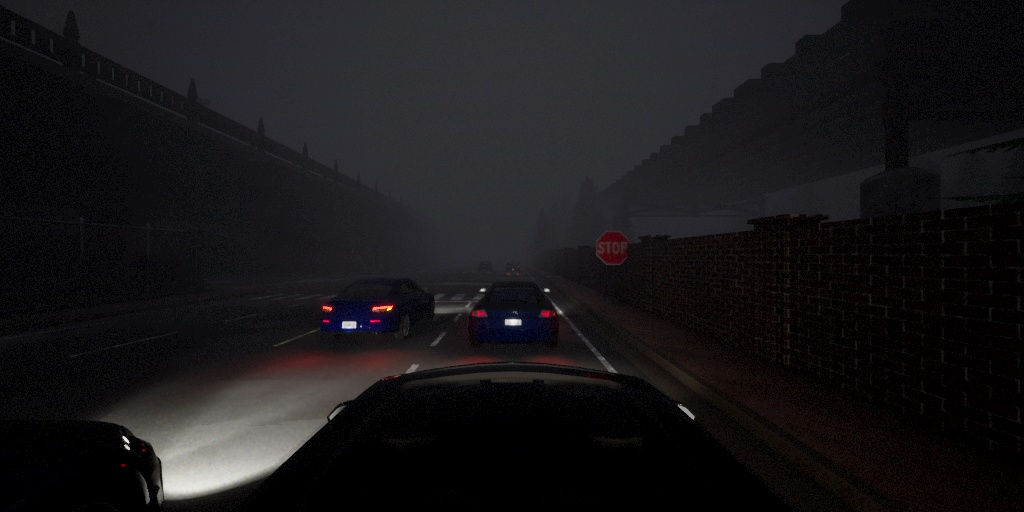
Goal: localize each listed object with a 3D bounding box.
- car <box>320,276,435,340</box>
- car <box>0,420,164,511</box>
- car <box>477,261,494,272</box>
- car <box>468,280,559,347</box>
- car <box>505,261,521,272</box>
[{"bbox_3d":[-3.413,1.276,9.805,1.812,1.442,4.674,0,0,0],"label":"car"},{"bbox_3d":[-3.398,1.314,0.709,1.994,1.385,4.181,0,0,0],"label":"car"},{"bbox_3d":[-3.398,1.297,45.932,2.033,1.411,5.357,0,0,-1],"label":"car"},{"bbox_3d":[0.069,1.314,9.283,1.994,1.385,4.181,0,0,1],"label":"car"},{"bbox_3d":[0.097,1.351,46.101,1.895,1.301,4.718,0,0,-1],"label":"car"}]
